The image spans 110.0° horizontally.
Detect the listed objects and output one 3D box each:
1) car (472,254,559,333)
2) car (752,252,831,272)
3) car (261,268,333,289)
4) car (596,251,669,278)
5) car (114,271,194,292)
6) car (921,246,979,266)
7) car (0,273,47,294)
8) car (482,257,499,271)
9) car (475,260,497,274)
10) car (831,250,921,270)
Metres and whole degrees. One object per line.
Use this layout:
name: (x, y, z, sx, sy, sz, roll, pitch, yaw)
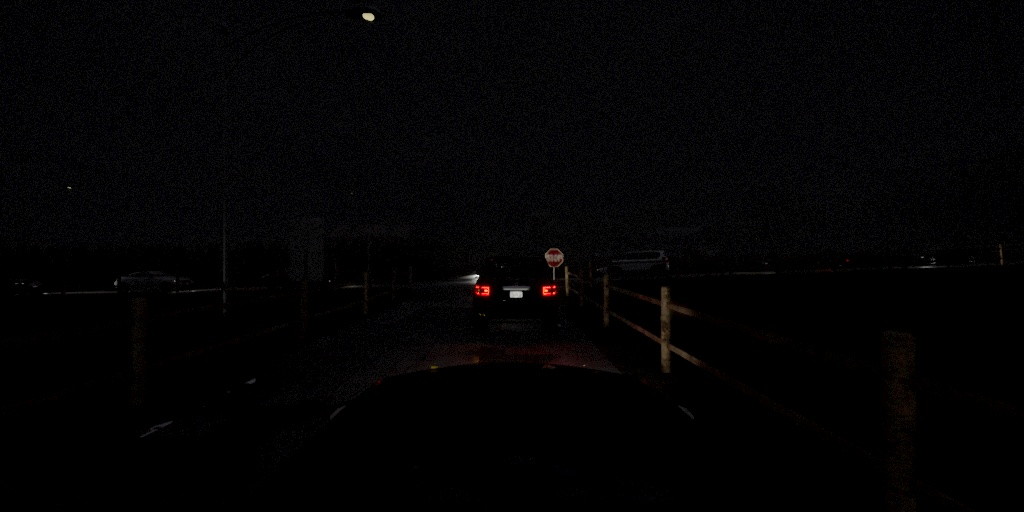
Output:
car: (0.060, 0.975, 10.883, 2.150, 2.045, 5.566, 0, 0, -1)
car: (22.060, 0.456, 28.853, 5.008, 1.535, 1.882, -2, -2, 0)
car: (-15.437, 1.587, 25.791, 4.674, 1.442, 1.812, -1, -2, 0)
car: (9.643, 0.667, 28.825, 5.566, 2.045, 2.150, -2, -2, 0)
car: (-25.671, 1.805, 25.763, 4.674, 1.442, 1.812, -1, -2, 0)
car: (34.311, -0.020, 28.884, 5.008, 1.535, 1.882, -2, -2, 0)
car: (-36.638, 1.991, 25.746, 4.902, 1.511, 2.128, -1, -2, 0)
car: (-2.939, 1.066, 50.424, 2.097, 1.767, 4.553, 0, 0, 0)
car: (-2.935, 1.218, 41.218, 2.128, 1.511, 4.902, 0, 0, 0)
car: (25.942, 0.320, 25.925, 4.718, 1.301, 1.895, -2, -2, 0)
